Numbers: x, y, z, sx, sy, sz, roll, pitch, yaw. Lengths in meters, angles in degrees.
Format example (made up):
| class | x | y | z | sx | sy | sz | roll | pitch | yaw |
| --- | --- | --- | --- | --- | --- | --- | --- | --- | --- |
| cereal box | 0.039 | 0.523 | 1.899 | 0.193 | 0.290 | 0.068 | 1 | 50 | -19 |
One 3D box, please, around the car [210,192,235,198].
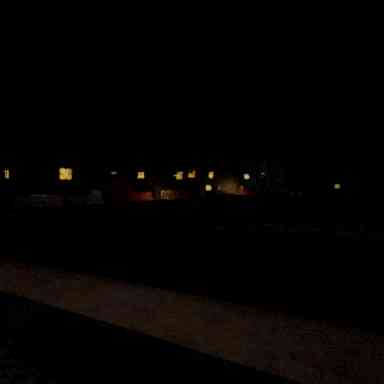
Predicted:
| class | x | y | z | sx | sy | sz | roll | pitch | yaw |
| --- | --- | --- | --- | --- | --- | --- | --- | --- | --- |
| car | 3.963 | 0.716 | 43.229 | 2.128 | 1.511 | 4.902 | 1 | 2 | 38 |
